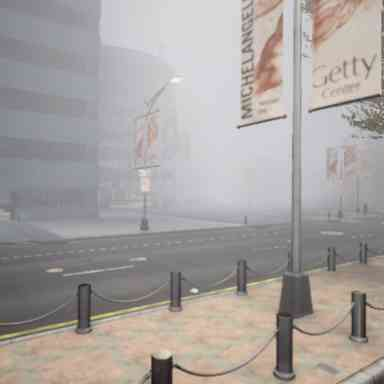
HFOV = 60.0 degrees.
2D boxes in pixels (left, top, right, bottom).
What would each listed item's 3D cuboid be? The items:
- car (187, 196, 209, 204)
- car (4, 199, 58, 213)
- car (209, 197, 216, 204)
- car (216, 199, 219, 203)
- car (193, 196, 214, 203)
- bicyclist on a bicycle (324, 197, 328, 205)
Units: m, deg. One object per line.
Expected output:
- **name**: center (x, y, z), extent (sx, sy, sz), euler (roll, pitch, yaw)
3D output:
- **car**: center (0.856, 1.968, 73.108), extent (4.181, 1.385, 1.994), euler (0, 0, 37)
- **car**: center (-15.186, 1.377, 31.671), extent (4.674, 1.452, 2.002), euler (1, 0, -36)
- **car**: center (2.259, 1.970, 76.389), extent (4.902, 1.511, 2.128), euler (0, 0, 37)
- **car**: center (4.556, 2.049, 83.227), extent (4.181, 1.385, 1.994), euler (0, 0, 30)
- **car**: center (2.711, 1.821, 80.257), extent (4.553, 1.767, 2.097), euler (0, 0, 30)
- **bicyclist on a bicycle**: center (27.910, 1.905, 69.247), extent (1.656, 1.620, 0.582), euler (0, 0, -36)
